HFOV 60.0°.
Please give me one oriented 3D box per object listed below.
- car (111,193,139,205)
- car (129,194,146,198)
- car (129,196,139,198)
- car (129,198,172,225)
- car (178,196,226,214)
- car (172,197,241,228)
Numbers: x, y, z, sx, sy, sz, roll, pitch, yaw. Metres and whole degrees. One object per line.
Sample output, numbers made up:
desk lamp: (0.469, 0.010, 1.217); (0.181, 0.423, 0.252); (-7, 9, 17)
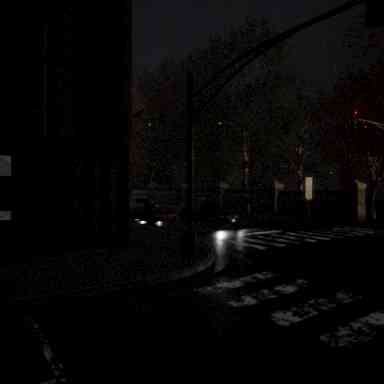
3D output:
car: (-8.886, 0.894, 43.801); (2.008, 1.369, 4.403); (2, 0, -36)
car: (-4.415, 1.113, 27.803); (1.812, 1.442, 4.674); (0, 1, -36)
car: (-5.892, 1.175, 25.443); (1.802, 1.307, 4.206); (2, 0, -36)
car: (-2.634, 1.273, 20.966); (1.802, 1.307, 4.206); (2, 0, -36)
car: (0.788, 1.159, 30.507); (1.752, 1.417, 4.829); (2, 0, -36)
car: (0.945, 1.276, 20.431); (1.812, 1.442, 4.674); (0, 1, -36)
